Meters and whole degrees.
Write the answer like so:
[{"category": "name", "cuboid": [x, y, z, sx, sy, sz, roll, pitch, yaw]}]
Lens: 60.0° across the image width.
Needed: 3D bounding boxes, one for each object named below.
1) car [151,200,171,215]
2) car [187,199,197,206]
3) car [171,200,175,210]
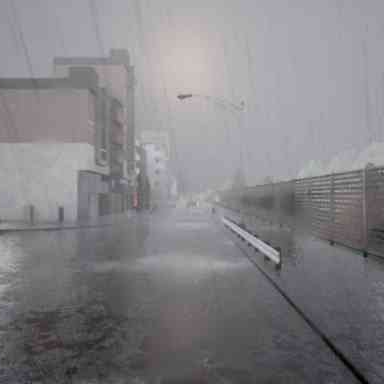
[{"category": "car", "cuboid": [-4.114, 2.042, 42.332, 1.837, 1.490, 4.892, 0, -1, 0]}, {"category": "car", "cuboid": [-0.035, 2.301, 74.601, 2.097, 1.767, 4.553, 0, -1, 0]}, {"category": "car", "cuboid": [-4.111, 2.145, 52.565, 1.882, 1.535, 5.008, 0, -1, 0]}]
